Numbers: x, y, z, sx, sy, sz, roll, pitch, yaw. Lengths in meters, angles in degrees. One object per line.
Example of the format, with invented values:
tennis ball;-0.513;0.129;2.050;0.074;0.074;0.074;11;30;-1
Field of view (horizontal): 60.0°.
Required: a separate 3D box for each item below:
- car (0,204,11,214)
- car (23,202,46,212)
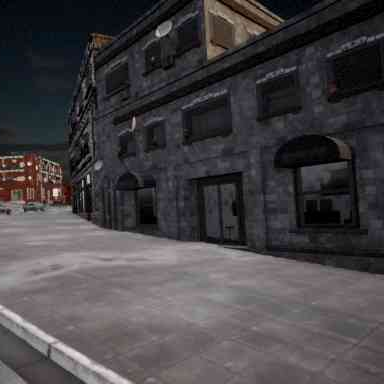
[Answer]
car;-23.133;2.075;39.201;1.812;1.442;4.674;-3;-1;-5
car;-24.102;2.254;51.037;2.128;1.511;4.902;-3;-1;-3
